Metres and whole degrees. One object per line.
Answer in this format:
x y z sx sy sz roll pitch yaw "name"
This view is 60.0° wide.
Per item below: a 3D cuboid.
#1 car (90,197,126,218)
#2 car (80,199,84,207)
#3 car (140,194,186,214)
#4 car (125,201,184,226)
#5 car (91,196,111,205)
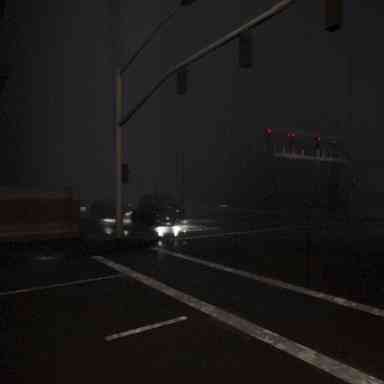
-7.853 1.478 30.717 1.882 1.535 5.008 0 0 -36 "car"
-18.060 1.477 51.003 1.882 1.535 5.008 0 0 -35 "car"
-2.782 1.222 29.659 2.150 2.045 5.566 0 0 -36 "car"
-2.755 1.564 23.612 1.994 1.385 4.181 0 0 -35 "car"
-16.864 1.478 61.586 1.882 1.535 5.008 0 0 -36 "car"
